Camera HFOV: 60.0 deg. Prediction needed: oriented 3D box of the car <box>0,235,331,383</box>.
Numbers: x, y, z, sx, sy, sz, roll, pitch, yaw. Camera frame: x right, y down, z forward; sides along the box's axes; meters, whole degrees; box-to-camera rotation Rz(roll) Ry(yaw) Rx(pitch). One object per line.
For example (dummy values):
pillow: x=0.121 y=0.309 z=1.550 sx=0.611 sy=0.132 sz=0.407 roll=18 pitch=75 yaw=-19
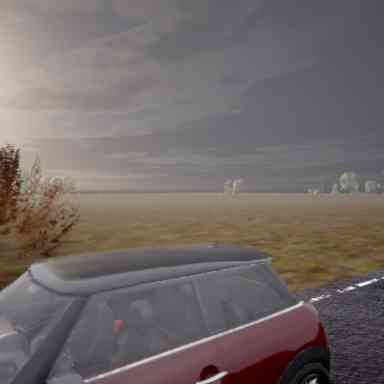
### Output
car: x=-0.880 y=1.356 z=2.792 sx=4.553 sy=1.767 sz=2.097 roll=0 pitch=0 yaw=-36
